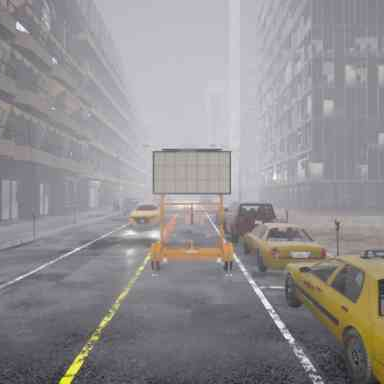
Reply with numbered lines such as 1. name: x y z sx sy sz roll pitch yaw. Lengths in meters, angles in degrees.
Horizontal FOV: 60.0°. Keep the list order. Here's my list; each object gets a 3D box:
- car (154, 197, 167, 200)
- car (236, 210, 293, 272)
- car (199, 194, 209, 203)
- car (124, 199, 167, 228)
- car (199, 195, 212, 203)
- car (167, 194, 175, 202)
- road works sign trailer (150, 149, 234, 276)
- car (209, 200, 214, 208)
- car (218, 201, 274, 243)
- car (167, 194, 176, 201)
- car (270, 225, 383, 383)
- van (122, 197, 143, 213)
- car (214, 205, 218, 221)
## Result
1. car: -5.684 1.666 54.621 1.802 1.307 4.206 1 0 0
2. car: 2.702 1.532 10.609 1.752 1.417 4.829 1 0 0
3. car: 2.697 1.473 76.714 2.192 1.841 5.009 1 0 0
4. car: -3.002 1.496 22.667 1.882 1.535 5.008 0 0 0
5. car: 2.696 1.667 60.144 1.947 1.339 4.313 1 0 0
6. car: -5.686 1.725 82.235 1.887 1.381 4.507 1 0 0
7. road works sign trailer: -0.001 0.471 10.314 2.380 3.560 2.880 0 0 0
8. car: 2.700 1.569 27.008 1.887 1.381 4.507 1 0 0
9. car: 2.704 1.326 15.961 2.192 1.841 5.009 1 0 0
10. car: -5.685 1.545 93.282 2.192 1.841 5.009 1 0 0
11. car: 2.702 1.528 5.086 1.752 1.417 4.829 1 0 0
12. van: -5.677 1.374 32.531 1.690 1.788 3.998 1 0 0
13. car: 2.700 1.583 21.484 1.947 1.339 4.313 1 0 0
